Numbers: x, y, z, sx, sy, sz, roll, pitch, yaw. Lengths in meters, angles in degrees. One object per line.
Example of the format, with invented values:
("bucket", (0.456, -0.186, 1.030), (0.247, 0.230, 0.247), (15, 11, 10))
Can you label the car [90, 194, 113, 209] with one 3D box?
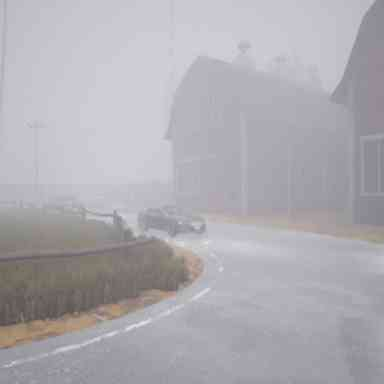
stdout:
("car", (-12.325, 1.423, 44.489), (1.882, 1.535, 5.008), (0, 0, 1))

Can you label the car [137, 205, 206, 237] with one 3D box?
("car", (-1.200, 1.459, 17.927), (2.128, 1.511, 4.902), (0, 0, -37))

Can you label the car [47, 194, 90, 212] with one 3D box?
("car", (-12.201, 1.245, 32.016), (2.150, 2.045, 5.566), (0, 0, -38))
